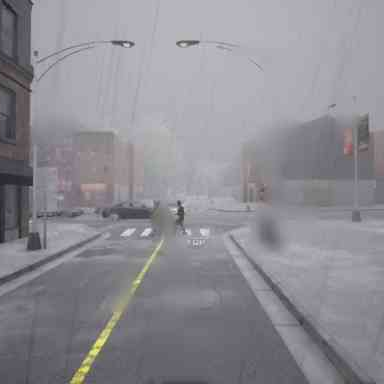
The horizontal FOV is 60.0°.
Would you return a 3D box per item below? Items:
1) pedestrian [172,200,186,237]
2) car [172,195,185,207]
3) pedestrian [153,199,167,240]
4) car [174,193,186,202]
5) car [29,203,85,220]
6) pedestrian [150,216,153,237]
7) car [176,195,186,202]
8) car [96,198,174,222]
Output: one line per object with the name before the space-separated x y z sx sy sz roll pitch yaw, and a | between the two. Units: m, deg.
pedestrian | -0.638 1.288 16.313 0.375 1.860 0.375 1 -1 0
car | -2.534 1.502 46.801 2.033 1.411 5.357 0 0 2
pedestrian | -1.508 1.289 15.639 0.375 1.860 0.375 1 -1 0
car | -2.468 1.291 59.461 2.097 1.767 4.553 0 0 0
car | -11.826 1.554 27.720 5.357 1.411 2.033 0 -1 0
pedestrian | -1.769 1.267 16.915 0.375 1.860 0.375 1 -1 0
car | -2.380 1.434 74.225 2.128 1.511 4.902 0 0 0
car | -4.105 1.371 24.537 5.008 1.535 1.882 0 -1 0
